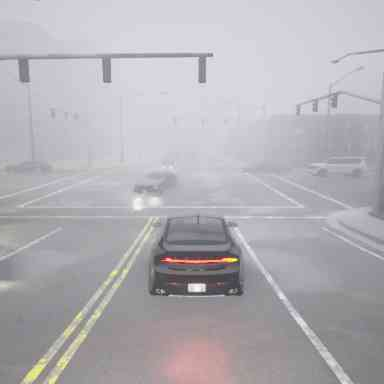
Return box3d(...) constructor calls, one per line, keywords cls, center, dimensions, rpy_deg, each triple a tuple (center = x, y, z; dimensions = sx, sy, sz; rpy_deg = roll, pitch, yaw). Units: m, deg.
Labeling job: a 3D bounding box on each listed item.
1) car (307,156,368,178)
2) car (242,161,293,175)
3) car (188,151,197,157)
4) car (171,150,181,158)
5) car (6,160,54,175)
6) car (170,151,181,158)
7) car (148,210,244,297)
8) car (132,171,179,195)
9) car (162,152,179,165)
box3d(cls="car", center=(14.298, -2.470, 32.782), dimensions=(5.566, 2.045, 2.150), rpy_deg=(0, 9, 0))
box3d(cls="car", center=(8.195, -2.682, 36.321), dimensions=(5.357, 1.411, 2.033), rpy_deg=(0, 9, 0))
box3d(cls="car", center=(0.068, -8.786, 76.027), dimensions=(1.994, 1.385, 4.181), rpy_deg=(0, 9, 0))
box3d(cls="car", center=(-3.437, -8.085, 70.981), dimensions=(1.882, 1.535, 5.008), rpy_deg=(0, 9, 0))
box3d(cls="car", center=(-17.770, -2.736, 36.420), dimensions=(4.892, 1.490, 1.837), rpy_deg=(0, 9, 0))
box3d(cls="car", center=(-3.513, -6.646, 60.803), dimensions=(2.097, 1.767, 4.553), rpy_deg=(0, 9, 0))
box3d(cls="car", center=(0.079, 1.201, 8.008), dimensions=(1.837, 1.490, 4.892), rpy_deg=(0, 4, 0))
box3d(cls="car", center=(-2.444, -0.796, 24.077), dimensions=(2.033, 1.411, 5.357), rpy_deg=(2, 9, 14))
box3d(cls="car", center=(-3.551, -4.889, 50.673), dimensions=(2.033, 1.411, 5.357), rpy_deg=(0, 9, 0))
